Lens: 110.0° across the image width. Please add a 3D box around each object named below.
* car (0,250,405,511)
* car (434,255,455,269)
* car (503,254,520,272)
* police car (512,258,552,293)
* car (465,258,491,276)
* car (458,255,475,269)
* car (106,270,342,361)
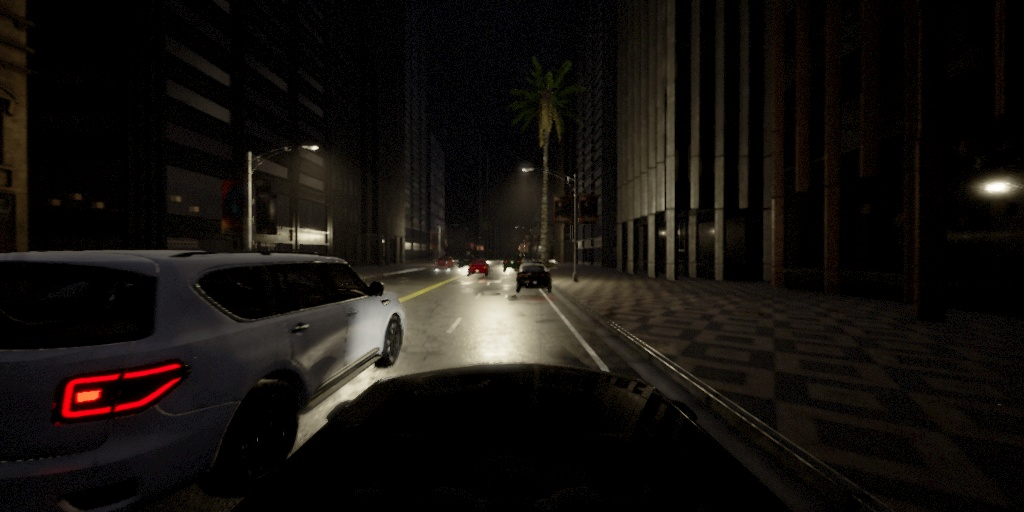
[{"bbox_3d":[-3.150,0.961,4.625,2.150,2.045,5.566,0,0,0],"label":"car"},{"bbox_3d":[-9.787,0.934,51.901,2.097,1.767,4.553,0,0,0],"label":"car"},{"bbox_3d":[0.046,0.826,43.398,2.150,2.045,5.566,0,0,1],"label":"car"},{"bbox_3d":[1.145,1.104,20.499,1.930,1.638,5.238,0,0,0],"label":"police car"},{"bbox_3d":[-3.135,1.158,34.575,1.812,1.442,4.674,0,0,0],"label":"car"},{"bbox_3d":[-6.536,0.801,52.468,2.150,2.045,5.566,0,0,1],"label":"car"},{"bbox_3d":[-6.597,1.213,9.225,2.128,1.511,4.902,0,0,0],"label":"car"}]
